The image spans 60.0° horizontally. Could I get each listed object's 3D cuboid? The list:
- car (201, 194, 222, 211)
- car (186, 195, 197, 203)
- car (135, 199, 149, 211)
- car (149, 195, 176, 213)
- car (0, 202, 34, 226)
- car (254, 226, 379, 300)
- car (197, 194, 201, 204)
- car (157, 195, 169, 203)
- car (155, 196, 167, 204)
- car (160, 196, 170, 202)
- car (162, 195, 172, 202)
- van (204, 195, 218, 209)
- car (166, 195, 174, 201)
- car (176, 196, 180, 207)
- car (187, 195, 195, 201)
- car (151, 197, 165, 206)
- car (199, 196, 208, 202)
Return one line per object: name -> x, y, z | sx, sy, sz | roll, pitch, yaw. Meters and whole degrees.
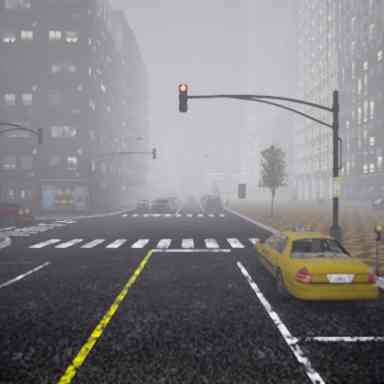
car -> 2.576, 1.304, 40.538 | 2.192, 1.841, 5.009 | 0, 0, 0
car -> -0.189, 1.564, 69.723 | 1.994, 1.385, 4.181 | 0, 0, 0
car -> -5.803, 1.540, 40.515 | 2.008, 1.369, 4.403 | 0, 0, 0
car -> -3.228, 1.467, 36.805 | 1.882, 1.535, 5.008 | 0, 0, 1
car -> -14.269, 1.542, 24.602 | 4.553, 1.767, 2.097 | -1, 0, 2
car -> 2.664, 1.520, 8.295 | 1.752, 1.417, 4.829 | 0, 0, 0
car -> 2.515, 1.319, 62.643 | 2.192, 1.841, 5.009 | 0, 0, 0
car -> -5.879, 1.450, 68.148 | 1.967, 1.590, 4.097 | 0, 0, 0
car -> -5.864, 1.549, 62.620 | 1.887, 1.381, 4.507 | 0, 0, 0
car -> -5.894, 1.598, 73.675 | 1.802, 1.307, 4.206 | 0, 0, 0
car -> -5.909, 1.463, 79.201 | 1.967, 1.590, 4.097 | 0, 0, 0
van -> 2.560, 1.332, 46.064 | 1.690, 1.788, 3.998 | 0, 0, 0
car -> -5.938, 1.563, 90.085 | 1.752, 1.417, 4.829 | 0, 0, 0
car -> -3.233, 1.496, 51.758 | 1.837, 1.490, 4.892 | 0, 1, 0
car -> -0.216, 1.414, 79.724 | 1.882, 1.535, 5.008 | 0, 0, 0
car -> -5.848, 1.549, 57.094 | 2.008, 1.369, 4.403 | 0, 0, 0
car -> 2.486, 1.561, 73.697 | 1.887, 1.381, 4.507 | 0, 0, 0
